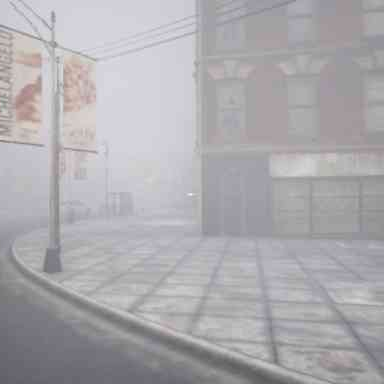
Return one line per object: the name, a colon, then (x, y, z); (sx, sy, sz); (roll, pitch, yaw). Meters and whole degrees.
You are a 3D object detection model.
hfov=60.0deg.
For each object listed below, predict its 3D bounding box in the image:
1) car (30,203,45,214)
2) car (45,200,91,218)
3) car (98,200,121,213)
car: (-22.082, 2.367, 49.778); (1.882, 1.535, 5.008); (0, -1, 10)
car: (-13.653, 1.889, 37.807); (2.150, 2.045, 5.566); (0, -1, 13)
car: (-12.168, 2.353, 49.282); (1.837, 1.490, 4.892); (0, -1, 14)
